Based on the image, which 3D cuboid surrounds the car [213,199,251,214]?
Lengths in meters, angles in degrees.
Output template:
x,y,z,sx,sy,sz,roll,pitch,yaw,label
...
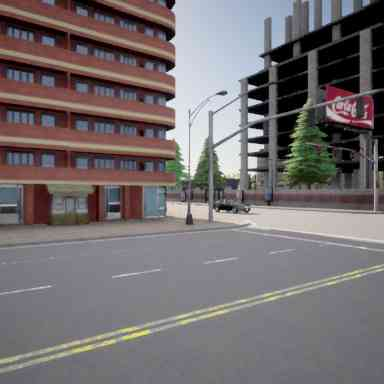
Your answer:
x,y,z,sx,sy,sz,roll,pitch,yaw,label
4.209,1.491,35.904,2.128,1.511,4.902,0,0,-35,car
